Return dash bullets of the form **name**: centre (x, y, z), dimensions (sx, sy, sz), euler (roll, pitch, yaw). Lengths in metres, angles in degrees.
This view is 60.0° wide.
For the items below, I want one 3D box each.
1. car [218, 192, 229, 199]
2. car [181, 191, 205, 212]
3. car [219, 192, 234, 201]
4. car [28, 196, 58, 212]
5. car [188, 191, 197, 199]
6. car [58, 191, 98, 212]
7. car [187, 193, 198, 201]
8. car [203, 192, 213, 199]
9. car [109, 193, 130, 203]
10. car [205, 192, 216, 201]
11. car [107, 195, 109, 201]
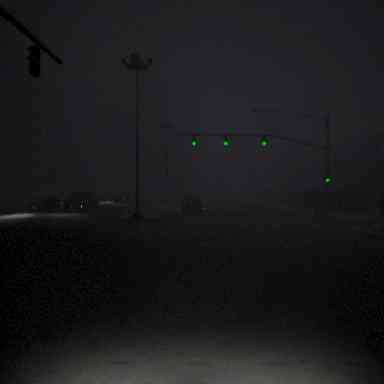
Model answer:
- **car**: centre (7.151, 0.802, 75.600), dimensions (2.033, 1.411, 5.357), euler (0, 0, 0)
- **car**: centre (0.000, 1.086, 34.321), dimensions (2.097, 1.767, 4.553), euler (0, 0, 0)
- **car**: centre (7.085, 0.844, 65.649), dimensions (2.097, 1.767, 4.553), euler (0, 0, 0)
- **car**: centre (-15.087, 1.224, 34.318), dimensions (2.128, 1.511, 4.902), euler (0, 1, 0)
- **car**: centre (0.150, 0.617, 75.610), dimensions (2.097, 1.767, 4.553), euler (0, 0, 0)
- **car**: centre (-11.593, 0.949, 34.830), dimensions (2.150, 2.045, 5.566), euler (0, 1, 1)
- **car**: centre (0.082, 0.987, 65.227), dimensions (2.128, 1.511, 4.902), euler (0, 0, 0)
- **car**: centre (3.651, 0.787, 75.620), dimensions (2.128, 1.511, 4.902), euler (0, 0, 0)
- **car**: centre (-11.511, 0.929, 54.480), dimensions (2.097, 1.767, 4.553), euler (0, 1, 1)
- **car**: centre (3.583, 1.096, 65.317), dimensions (1.895, 1.301, 4.718), euler (0, 0, 0)
- **car**: centre (-14.939, 1.000, 63.922), dimensions (2.128, 1.511, 4.902), euler (0, 1, 1)
